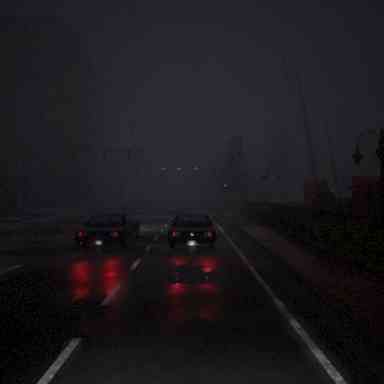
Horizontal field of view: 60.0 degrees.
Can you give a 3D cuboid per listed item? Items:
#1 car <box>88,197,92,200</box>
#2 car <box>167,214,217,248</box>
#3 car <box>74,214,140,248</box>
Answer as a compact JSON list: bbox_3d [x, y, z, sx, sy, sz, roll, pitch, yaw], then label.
[{"bbox_3d":[-29.233,1.519,89.861,4.674,1.442,1.812,0,0,27],"label":"car"},{"bbox_3d":[0.000,1.613,14.680,1.895,1.301,4.718,0,0,0],"label":"car"},{"bbox_3d":[-3.500,1.613,14.680,1.895,1.301,4.718,0,0,0],"label":"car"}]
